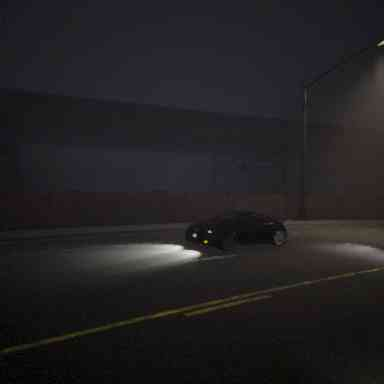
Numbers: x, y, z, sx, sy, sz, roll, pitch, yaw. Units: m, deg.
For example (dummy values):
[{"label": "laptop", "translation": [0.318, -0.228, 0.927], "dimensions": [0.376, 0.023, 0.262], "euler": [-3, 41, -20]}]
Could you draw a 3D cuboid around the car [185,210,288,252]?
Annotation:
[{"label": "car", "translation": [1.823, 1.446, 13.324], "dimensions": [4.181, 1.385, 1.994], "euler": [1, 1, -31]}]
